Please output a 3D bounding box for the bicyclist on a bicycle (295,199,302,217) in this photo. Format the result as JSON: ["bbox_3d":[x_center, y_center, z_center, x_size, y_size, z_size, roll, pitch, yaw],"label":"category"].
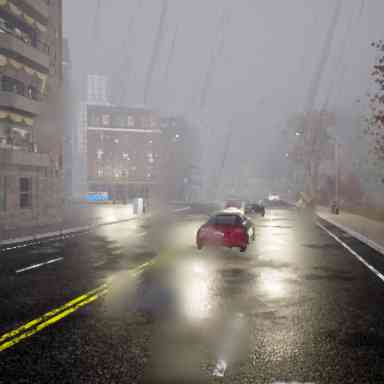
[{"bbox_3d":[9.853,1.425,30.304,0.866,1.612,1.509,0,0,13],"label":"bicyclist on a bicycle"}]

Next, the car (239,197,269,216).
[{"bbox_3d":[6.053,1.481,31.947,2.128,1.511,4.902,0,0,14],"label":"car"}]

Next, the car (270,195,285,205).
[{"bbox_3d":[15.156,1.569,58.124,1.895,1.301,4.718,0,0,11],"label":"car"}]

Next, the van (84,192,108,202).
[{"bbox_3d":[-16.558,0.886,57.838,3.998,1.788,1.690,1,-1,-17],"label":"van"}]

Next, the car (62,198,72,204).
[{"bbox_3d":[-19.650,1.110,48.161,4.206,1.307,1.802,1,-1,-17],"label":"car"}]

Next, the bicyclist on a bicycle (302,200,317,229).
[{"bbox_3d":[7.415,1.364,20.687,0.659,1.776,1.843,0,0,14],"label":"bicyclist on a bicycle"}]

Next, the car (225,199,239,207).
[{"bbox_3d":[5.492,1.585,44.214,1.895,1.301,4.718,0,0,13],"label":"car"}]

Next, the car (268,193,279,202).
[{"bbox_3d":[17.637,1.180,71.609,2.150,2.045,5.566,0,0,10],"label":"car"}]

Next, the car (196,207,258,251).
[{"bbox_3d":[1.550,1.561,14.312,1.994,1.385,4.181,0,0,15],"label":"car"}]
